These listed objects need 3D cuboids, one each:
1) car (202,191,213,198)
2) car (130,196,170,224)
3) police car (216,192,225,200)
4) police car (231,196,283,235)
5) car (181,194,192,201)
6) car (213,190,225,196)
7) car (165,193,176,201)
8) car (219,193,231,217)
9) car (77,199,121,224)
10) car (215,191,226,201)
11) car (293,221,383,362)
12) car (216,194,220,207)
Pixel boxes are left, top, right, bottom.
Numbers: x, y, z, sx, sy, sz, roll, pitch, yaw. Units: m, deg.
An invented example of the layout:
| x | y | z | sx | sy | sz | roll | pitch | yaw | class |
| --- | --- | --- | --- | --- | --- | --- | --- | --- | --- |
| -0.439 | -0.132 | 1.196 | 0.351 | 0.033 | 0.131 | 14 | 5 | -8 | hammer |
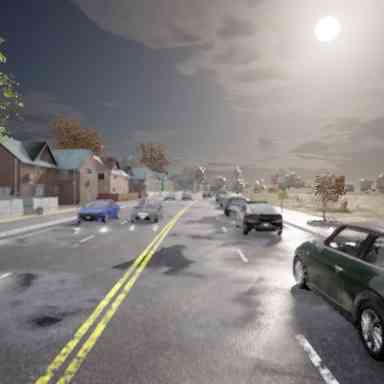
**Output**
| x | y | z | sx | sy | sz | roll | pitch | yaw | class |
| --- | --- | --- | --- | --- | --- | --- | --- | --- | --- |
| 3.671 | 0.582 | 81.335 | 2.097 | 1.767 | 4.553 | 0 | 0 | 5 | car |
| -3.013 | 1.285 | 23.203 | 2.128 | 1.511 | 4.902 | 0 | 0 | 2 | car |
| 6.198 | 0.798 | 72.409 | 1.930 | 1.638 | 5.238 | 0 | 0 | 5 | police car |
| 3.434 | 1.269 | 17.768 | 1.930 | 1.638 | 5.238 | 0 | 1 | 1 | police car |
| -0.931 | 0.995 | 64.557 | 2.033 | 1.411 | 5.357 | 0 | 0 | 4 | car |
| 5.376 | 0.685 | 61.414 | 2.150 | 2.045 | 5.566 | 0 | 0 | 4 | car |
| -4.169 | 0.979 | 64.799 | 1.812 | 1.442 | 4.674 | 0 | 0 | 4 | car |
| 3.719 | 1.179 | 28.598 | 2.033 | 1.649 | 4.856 | 0 | 1 | 2 | car |
| -6.274 | 1.272 | 22.845 | 1.882 | 1.535 | 5.008 | 0 | 0 | 2 | car |
| 4.691 | 1.034 | 50.464 | 1.882 | 1.535 | 5.008 | 0 | 1 | 3 | car |
| 3.397 | 1.301 | 5.972 | 2.097 | 1.767 | 4.553 | 0 | 0 | 0 | car |
| 4.141 | 1.252 | 39.565 | 1.895 | 1.301 | 4.718 | 0 | 1 | 3 | car |
